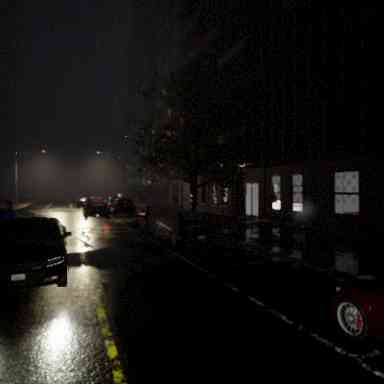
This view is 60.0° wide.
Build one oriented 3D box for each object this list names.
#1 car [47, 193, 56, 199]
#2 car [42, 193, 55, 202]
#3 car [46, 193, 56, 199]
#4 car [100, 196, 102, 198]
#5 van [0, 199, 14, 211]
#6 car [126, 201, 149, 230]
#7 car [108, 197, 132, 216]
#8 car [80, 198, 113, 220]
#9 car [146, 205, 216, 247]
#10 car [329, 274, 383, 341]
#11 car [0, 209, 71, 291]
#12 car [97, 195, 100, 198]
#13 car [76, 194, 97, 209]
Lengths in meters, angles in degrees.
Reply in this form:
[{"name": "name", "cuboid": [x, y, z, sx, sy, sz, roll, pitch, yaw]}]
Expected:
[{"name": "car", "cuboid": [-36.317, 1.002, 86.272, 1.947, 1.339, 4.313, 0, 0, -21]}, {"name": "car", "cuboid": [-28.295, 1.141, 64.961, 1.887, 1.381, 4.507, 0, 0, -21]}, {"name": "car", "cuboid": [-34.311, 1.021, 80.944, 1.887, 1.381, 4.507, 0, 0, -21]}, {"name": "car", "cuboid": [-8.419, 1.240, 35.941, 1.967, 1.590, 4.097, 0, 0, -21]}, {"name": "van", "cuboid": [-10.248, 1.252, 17.010, 1.690, 1.788, 3.998, 0, 0, -21]}, {"name": "car", "cuboid": [-2.404, 1.449, 19.959, 2.008, 1.369, 4.403, 0, 0, -21]}, {"name": "car", "cuboid": [-6.414, 1.273, 30.614, 1.967, 1.590, 4.097, 0, 0, -21]}, {"name": "car", "cuboid": [-7.825, 1.455, 26.941, 1.895, 1.301, 4.718, 0, 0, -20]}, {"name": "car", "cuboid": [-0.398, 1.479, 14.632, 2.008, 1.369, 4.403, 0, 0, -21]}, {"name": "car", "cuboid": [3.612, 1.563, 3.977, 1.802, 1.307, 4.206, 0, 0, -21]}, {"name": "car", "cuboid": [-4.380, 1.433, 9.054, 1.882, 1.535, 5.008, 0, 0, -21]}, {"name": "car", "cuboid": [-16.439, 1.205, 57.252, 1.887, 1.381, 4.507, 0, 0, -21]}, {"name": "car", "cuboid": [-13.463, 1.324, 41.934, 1.994, 1.385, 4.181, 0, 0, -20]}]
